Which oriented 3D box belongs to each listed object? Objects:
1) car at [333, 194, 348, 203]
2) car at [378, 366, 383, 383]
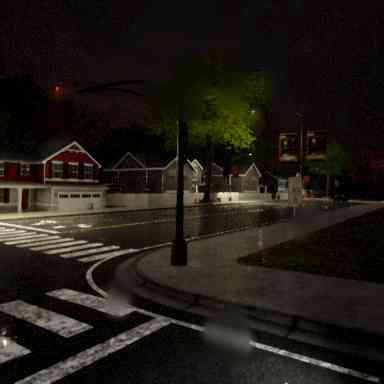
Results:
[{"bbox_3d":[28.066,1.201,62.687,2.128,1.511,4.902,1,0,36],"label":"car"},{"bbox_3d":[3.402,1.506,1.253,4.892,1.490,1.837,0,0,36],"label":"car"}]
